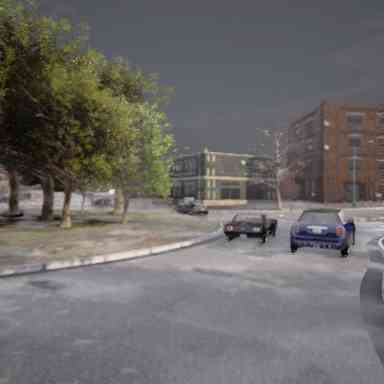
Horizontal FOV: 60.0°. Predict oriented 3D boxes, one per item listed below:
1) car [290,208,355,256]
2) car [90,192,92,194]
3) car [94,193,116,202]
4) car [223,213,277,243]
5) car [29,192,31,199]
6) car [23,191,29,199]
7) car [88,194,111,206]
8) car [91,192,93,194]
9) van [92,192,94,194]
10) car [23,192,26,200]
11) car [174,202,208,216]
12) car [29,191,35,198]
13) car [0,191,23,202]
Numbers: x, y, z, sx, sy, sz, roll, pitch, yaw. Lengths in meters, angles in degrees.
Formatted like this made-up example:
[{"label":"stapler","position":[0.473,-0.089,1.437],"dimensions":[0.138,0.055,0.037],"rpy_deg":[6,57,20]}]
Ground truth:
[{"label":"car","position":[5.656,1.468,14.127],"dimensions":[2.097,1.767,4.553],"rpy_deg":[0,0,29]},{"label":"car","position":[-24.218,1.343,89.673],"dimensions":[5.008,1.535,2.097],"rpy_deg":[1,0,-19]},{"label":"car","position":[-18.702,1.525,73.928],"dimensions":[4.792,1.488,2.163],"rpy_deg":[1,0,-19]},{"label":"car","position":[3.141,1.705,16.971],"dimensions":[1.895,1.301,4.718],"rpy_deg":[0,0,22]},{"label":"car","position":[-41.967,1.161,79.374],"dimensions":[4.892,1.521,2.231],"rpy_deg":[1,0,-19]},{"label":"car","position":[-41.011,1.062,76.781],"dimensions":[4.553,1.767,2.185],"rpy_deg":[1,0,-19]},{"label":"car","position":[-15.644,1.582,55.705],"dimensions":[1.837,1.490,4.892],"rpy_deg":[0,0,-29]},{"label":"car","position":[-23.218,1.253,86.945],"dimensions":[4.553,1.767,2.185],"rpy_deg":[1,0,-19]},{"label":"van","position":[-21.551,1.211,81.768],"dimensions":[4.442,1.987,1.878],"rpy_deg":[1,0,-19]},{"label":"car","position":[-39.213,1.237,71.570],"dimensions":[5.008,1.535,2.097],"rpy_deg":[1,0,-19]},{"label":"car","position":[-0.132,1.722,35.429],"dimensions":[1.994,1.385,4.181],"rpy_deg":[1,-1,-37]},{"label":"car","position":[-43.819,0.846,84.564],"dimensions":[5.566,2.045,2.435],"rpy_deg":[1,0,-19]},{"label":"car","position":[-38.258,1.132,68.977],"dimensions":[4.553,1.767,2.185],"rpy_deg":[1,0,-19]}]
